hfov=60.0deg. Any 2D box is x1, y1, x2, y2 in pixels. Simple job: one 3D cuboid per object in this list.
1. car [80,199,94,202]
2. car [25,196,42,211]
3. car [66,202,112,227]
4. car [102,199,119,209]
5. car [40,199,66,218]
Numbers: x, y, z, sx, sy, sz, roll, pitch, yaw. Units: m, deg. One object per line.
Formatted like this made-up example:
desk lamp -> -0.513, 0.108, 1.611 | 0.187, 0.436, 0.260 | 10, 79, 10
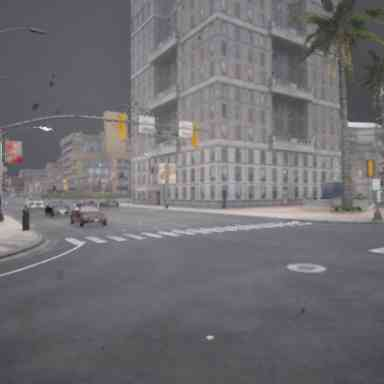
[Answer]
car -> -16.129, 1.865, 50.771 | 1.837, 1.490, 4.892 | 0, 0, -33
car -> -22.275, 1.599, 47.206 | 2.150, 2.045, 5.566 | 0, 0, -33
car -> -7.759, 1.702, 24.734 | 1.812, 1.442, 4.674 | 0, 0, -32
car -> -13.057, 1.842, 52.470 | 2.128, 1.511, 4.902 | 0, 0, -34
car -> -13.789, 1.753, 34.115 | 2.128, 1.511, 4.902 | 0, 0, -33
